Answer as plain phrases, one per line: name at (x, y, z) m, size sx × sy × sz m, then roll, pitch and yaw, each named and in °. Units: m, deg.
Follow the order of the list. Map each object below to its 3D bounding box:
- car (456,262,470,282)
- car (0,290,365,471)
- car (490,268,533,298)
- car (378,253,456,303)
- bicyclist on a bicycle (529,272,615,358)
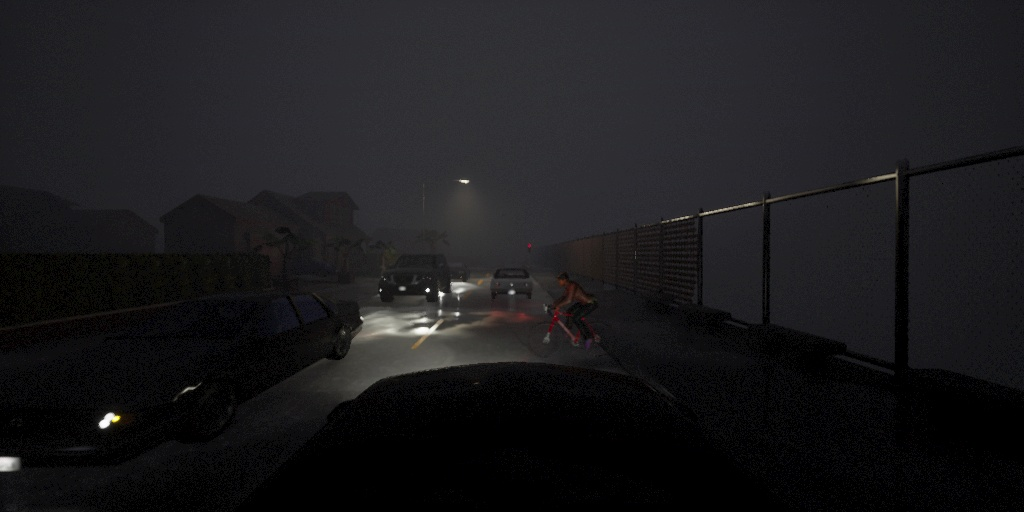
car at (-4.286, 1.170, 27.048) m, size 1.994 × 1.385 × 4.181 m, roll 0°, pitch 0°, yaw 0°
car at (-4.127, 1.276, 5.552) m, size 2.033 × 1.411 × 5.357 m, roll 0°, pitch 0°, yaw 0°
car at (-0.033, 1.259, 17.784) m, size 1.895 × 1.301 × 4.718 m, roll 0°, pitch 0°, yaw -1°
car at (-4.220, 0.889, 16.507) m, size 2.150 × 2.045 × 5.566 m, roll 0°, pitch 0°, yaw 0°
bicyclist on a bicycle at (1.129, 1.128, 6.819) m, size 1.656 × 1.620 × 0.582 m, roll -1°, pitch 1°, yaw 0°
